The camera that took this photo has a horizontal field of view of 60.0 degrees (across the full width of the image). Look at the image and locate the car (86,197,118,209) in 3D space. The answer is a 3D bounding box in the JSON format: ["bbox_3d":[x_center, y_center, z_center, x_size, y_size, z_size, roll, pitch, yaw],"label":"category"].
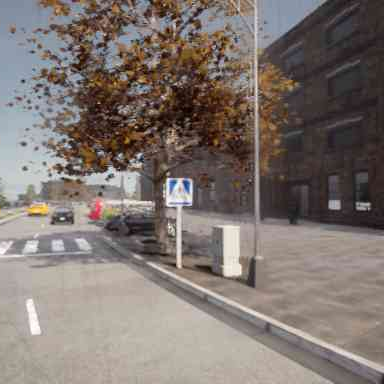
[{"bbox_3d":[-16.247,2.027,60.235,5.566,2.045,2.435,1,-1,-14],"label":"car"}]

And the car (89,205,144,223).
[{"bbox_3d":[-7.169,2.052,31.615,4.792,1.488,2.163,1,-1,-20],"label":"car"}]

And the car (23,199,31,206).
[{"bbox_3d":[-34.745,2.356,67.233,2.002,1.452,4.674,0,-1,-11],"label":"car"}]

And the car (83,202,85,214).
[{"bbox_3d":[-11.659,2.179,44.369,4.792,1.488,2.163,1,-1,-18],"label":"car"}]

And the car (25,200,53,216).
[{"bbox_3d":[-18.314,2.036,39.952,1.882,1.535,5.008,1,-1,-18],"label":"car"}]

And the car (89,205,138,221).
[{"bbox_3d":[-8.062,2.090,34.073,4.674,1.452,2.002,1,-1,-20],"label":"car"}]

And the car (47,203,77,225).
[{"bbox_3d":[-11.179,1.988,28.790,1.812,1.442,4.674,1,-1,-20],"label":"car"}]

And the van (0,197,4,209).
[{"bbox_3d":[-30.870,1.831,50.944,1.878,1.987,4.442,1,-1,-14],"label":"van"}]

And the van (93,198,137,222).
[{"bbox_3d":[-5.252,1.729,26.491,4.442,1.987,1.878,1,-1,-21],"label":"van"}]

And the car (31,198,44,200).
[{"bbox_3d":[-36.793,2.351,78.092,2.435,2.045,5.566,0,-2,-9],"label":"car"}]

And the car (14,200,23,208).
[{"bbox_3d":[-33.562,2.247,61.820,2.002,1.452,4.674,0,-1,-13],"label":"car"}]

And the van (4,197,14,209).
[{"bbox_3d":[-32.268,1.893,56.303,1.878,1.987,4.442,1,-1,-13],"label":"van"}]

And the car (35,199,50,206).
[{"bbox_3d":[-37.642,2.658,83.631,2.185,1.767,4.553,0,-2,-8],"label":"car"}]

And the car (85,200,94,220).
[{"bbox_3d":[-6.126,1.741,29.098,5.566,2.045,2.435,1,-1,-21],"label":"car"}]

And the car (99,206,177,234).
[{"bbox_3d":[-3.136,1.885,21.398,4.892,1.521,2.231,1,-1,-21],"label":"car"}]

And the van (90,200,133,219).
[{"bbox_3d":[-8.875,1.853,36.667,4.442,1.987,1.878,1,-1,-20],"label":"van"}]

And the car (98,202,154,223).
[{"bbox_3d":[-4.107,1.796,23.978,4.553,1.767,2.185,1,-1,-21],"label":"car"}]

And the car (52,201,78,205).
[{"bbox_3d":[-15.055,2.129,39.578,2.033,1.411,5.357,1,-1,-18],"label":"car"}]

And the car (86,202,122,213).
[{"bbox_3d":[-12.432,2.201,46.986,4.792,1.488,2.163,1,-1,-17],"label":"car"}]
